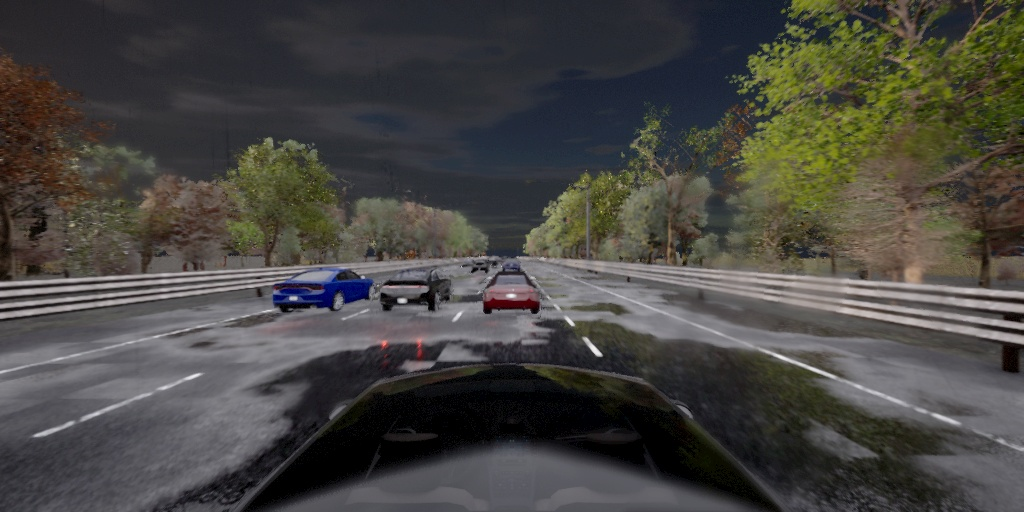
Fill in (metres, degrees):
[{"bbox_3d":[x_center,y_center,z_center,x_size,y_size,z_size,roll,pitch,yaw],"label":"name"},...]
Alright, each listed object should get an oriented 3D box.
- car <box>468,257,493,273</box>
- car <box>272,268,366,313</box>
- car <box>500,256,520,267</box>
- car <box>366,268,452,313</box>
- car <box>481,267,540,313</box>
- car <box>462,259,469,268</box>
[{"bbox_3d":[-3.562,1.178,41.598,1.837,1.490,4.892,0,0,0],"label":"car"},{"bbox_3d":[-7.020,1.204,13.984,1.882,1.535,5.008,0,0,0],"label":"car"},{"bbox_3d":[-0.063,1.015,43.502,2.097,1.767,4.553,0,0,0],"label":"car"},{"bbox_3d":[-3.522,1.212,13.918,2.128,1.511,4.902,0,0,0],"label":"car"},{"bbox_3d":[-0.024,1.279,13.848,1.994,1.385,4.181,0,0,0],"label":"car"},{"bbox_3d":[-7.086,1.197,59.649,2.033,1.411,5.357,0,0,0],"label":"car"}]
